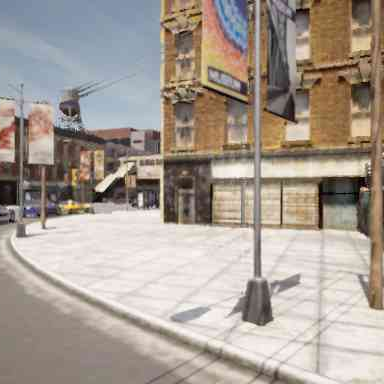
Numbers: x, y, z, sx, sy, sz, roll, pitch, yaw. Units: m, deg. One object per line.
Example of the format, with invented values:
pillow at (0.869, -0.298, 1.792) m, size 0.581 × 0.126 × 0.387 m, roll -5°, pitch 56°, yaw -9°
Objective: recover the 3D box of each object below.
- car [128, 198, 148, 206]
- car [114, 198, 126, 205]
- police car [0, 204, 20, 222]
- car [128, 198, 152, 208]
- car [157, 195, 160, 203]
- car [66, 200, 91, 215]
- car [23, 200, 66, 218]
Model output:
car at (-10.698, 1.961, 66.231) m, size 1.994 × 1.385 × 4.181 m, roll 0°, pitch 0°, yaw 22°
car at (-13.992, 1.927, 67.410) m, size 1.994 × 1.385 × 4.181 m, roll 0°, pitch 0°, yaw 22°
police car at (-14.640, 1.536, 24.299) m, size 1.930 × 1.638 × 5.238 m, roll 0°, pitch 0°, yaw -8°
car at (-8.310, 1.931, 55.525) m, size 1.895 × 1.301 × 4.718 m, roll 0°, pitch 0°, yaw 23°
car at (-8.806, 1.767, 88.485) m, size 2.435 × 2.045 × 5.566 m, roll 0°, pitch 0°, yaw 22°
car at (-13.498, 1.654, 37.442) m, size 1.801 × 1.575 × 5.366 m, roll 0°, pitch 0°, yaw 17°
car at (-14.638, 1.514, 32.398) m, size 2.097 × 1.767 × 4.553 m, roll 0°, pitch 0°, yaw 8°
